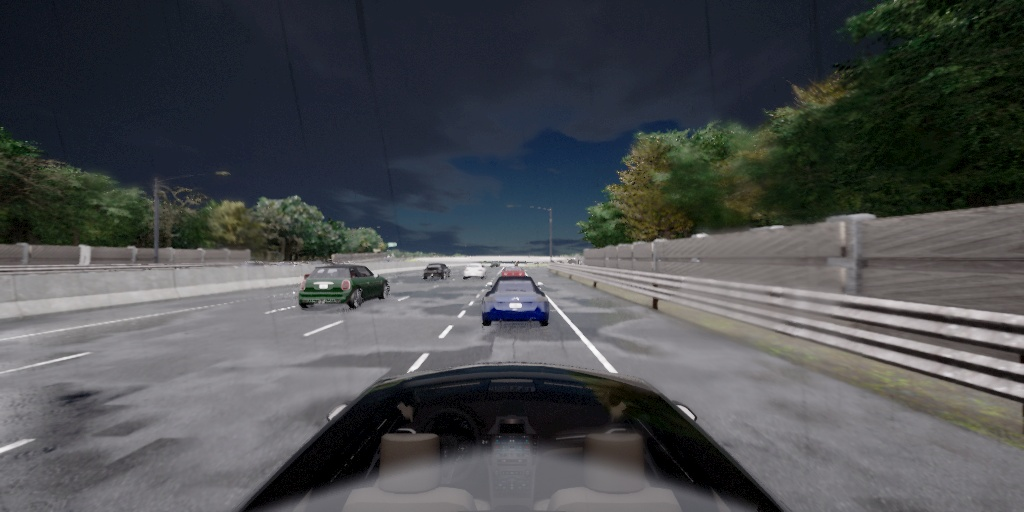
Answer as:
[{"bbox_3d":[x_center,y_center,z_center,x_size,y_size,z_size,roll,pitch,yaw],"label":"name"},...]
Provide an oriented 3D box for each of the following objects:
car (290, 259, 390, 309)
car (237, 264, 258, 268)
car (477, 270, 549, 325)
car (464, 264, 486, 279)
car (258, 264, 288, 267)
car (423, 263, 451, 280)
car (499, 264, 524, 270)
[{"bbox_3d":[-6.900,1.146,15.253,2.097,1.767,4.553,0,0,0],"label":"car"},{"bbox_3d":[-28.049,1.503,38.571,1.994,1.385,4.181,0,0,1],"label":"car"},{"bbox_3d":[0.099,1.340,11.856,1.994,1.385,4.181,0,0,0],"label":"car"},{"bbox_3d":[-3.501,1.441,34.514,1.812,1.442,4.674,0,0,0],"label":"car"},{"bbox_3d":[-24.552,1.503,38.523,1.994,1.385,4.181,0,0,1],"label":"car"},{"bbox_3d":[-6.901,1.413,33.403,1.837,1.490,4.892,0,0,0],"label":"car"},{"bbox_3d":[0.105,1.492,30.711,1.895,1.301,4.718,0,0,0],"label":"car"}]
